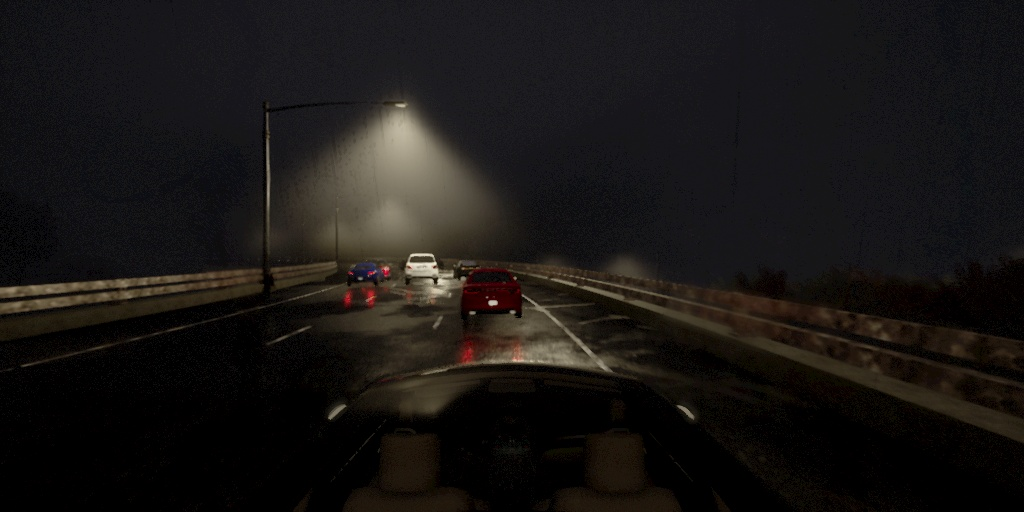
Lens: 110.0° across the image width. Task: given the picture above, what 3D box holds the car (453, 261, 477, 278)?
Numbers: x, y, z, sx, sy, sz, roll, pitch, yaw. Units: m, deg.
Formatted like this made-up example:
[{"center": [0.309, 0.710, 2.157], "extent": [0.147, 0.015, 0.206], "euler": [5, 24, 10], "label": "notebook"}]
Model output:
[{"center": [-3.592, 1.114, 28.656], "extent": [2.128, 1.511, 4.902], "euler": [0, 0, -14], "label": "car"}]

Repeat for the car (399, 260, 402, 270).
[{"center": [-13.422, 1.069, 46.134], "extent": [1.837, 1.490, 4.892], "euler": [0, 0, -24], "label": "car"}]

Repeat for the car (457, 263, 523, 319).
[{"center": [-0.792, 1.173, 12.684], "extent": [1.882, 1.535, 5.008], "euler": [0, 0, -6], "label": "car"}]

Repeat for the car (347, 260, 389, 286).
[{"center": [-9.735, 1.191, 24.148], "extent": [1.812, 1.442, 4.674], "euler": [0, 0, -12], "label": "car"}]

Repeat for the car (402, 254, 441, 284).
[{"center": [-6.498, 0.870, 25.957], "extent": [2.150, 2.045, 5.566], "euler": [0, 1, -13], "label": "car"}]

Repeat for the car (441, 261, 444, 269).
[{"center": [-10.622, 1.019, 48.404], "extent": [1.882, 1.535, 5.008], "euler": [0, 0, -25], "label": "car"}]

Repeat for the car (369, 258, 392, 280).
[{"center": [-10.855, 0.995, 29.018], "extent": [2.097, 1.767, 4.553], "euler": [0, 0, -17], "label": "car"}]
